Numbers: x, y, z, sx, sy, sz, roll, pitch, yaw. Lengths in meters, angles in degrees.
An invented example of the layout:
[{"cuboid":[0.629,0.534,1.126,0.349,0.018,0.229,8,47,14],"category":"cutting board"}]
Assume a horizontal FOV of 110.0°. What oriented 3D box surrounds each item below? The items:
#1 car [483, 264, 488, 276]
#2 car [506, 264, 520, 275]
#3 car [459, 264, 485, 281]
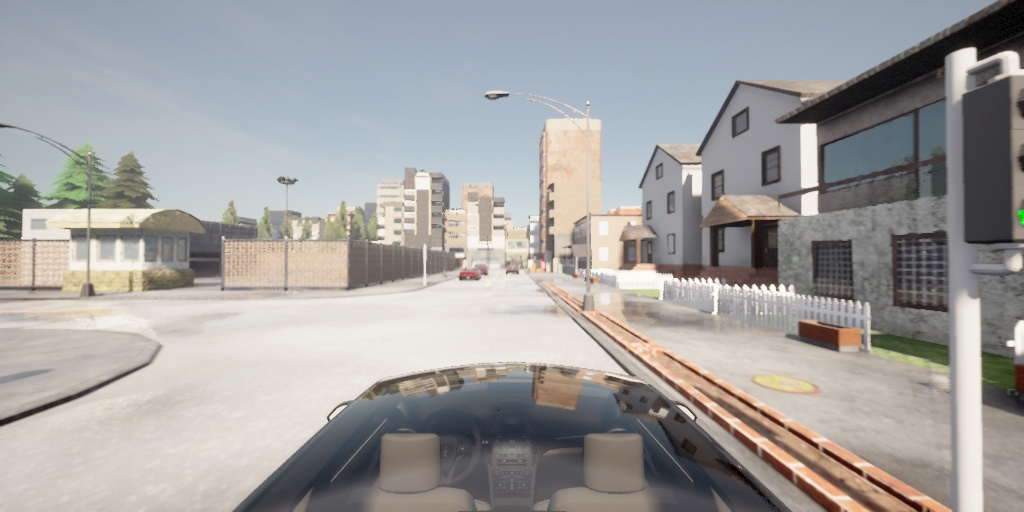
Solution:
[{"cuboid":[-4.087,1.747,46.141,1.882,1.535,5.008,0,-1,0],"category":"car"},{"cuboid":[0.084,1.863,50.109,2.033,1.411,5.357,0,-1,1],"category":"car"},{"cuboid":[-4.102,1.747,35.634,1.895,1.301,4.718,0,-1,0],"category":"car"}]
